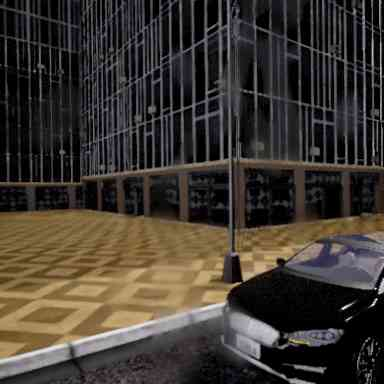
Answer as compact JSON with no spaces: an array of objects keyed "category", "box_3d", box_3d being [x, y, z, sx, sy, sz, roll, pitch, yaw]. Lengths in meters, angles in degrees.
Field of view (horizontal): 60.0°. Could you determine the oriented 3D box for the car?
[{"category":"car","box_3d":[2.622,1.484,5.231,4.902,1.511,2.128,0,0,-36]}]
